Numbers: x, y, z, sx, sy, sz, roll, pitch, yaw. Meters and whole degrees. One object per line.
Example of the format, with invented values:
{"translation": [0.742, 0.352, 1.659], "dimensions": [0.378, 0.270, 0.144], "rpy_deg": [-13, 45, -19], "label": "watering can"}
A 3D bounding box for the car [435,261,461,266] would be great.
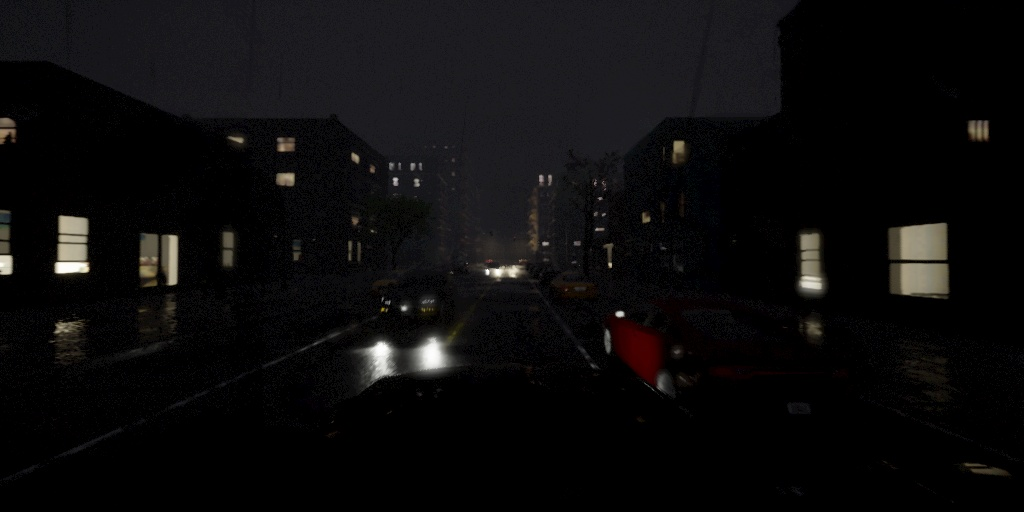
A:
{"translation": [-5.805, 1.357, 29.685], "dimensions": [2.007, 1.370, 4.403], "rpy_deg": [0, 0, 0], "label": "car"}

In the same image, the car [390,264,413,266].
{"translation": [-5.754, 1.308, 18.449], "dimensions": [1.751, 1.417, 4.829], "rpy_deg": [0, 0, 0], "label": "car"}

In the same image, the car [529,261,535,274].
{"translation": [2.829, 1.377, 32.600], "dimensions": [1.948, 1.339, 4.313], "rpy_deg": [0, 0, 0], "label": "car"}

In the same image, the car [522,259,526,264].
{"translation": [2.833, 1.398, 50.604], "dimensions": [1.888, 1.381, 4.507], "rpy_deg": [0, 0, 0], "label": "car"}

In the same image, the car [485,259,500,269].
{"translation": [-2.987, 1.526, 57.728], "dimensions": [1.895, 1.301, 4.718], "rpy_deg": [0, 0, 0], "label": "car"}

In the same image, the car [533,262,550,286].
{"translation": [2.798, 1.346, 25.056], "dimensions": [2.007, 1.370, 4.403], "rpy_deg": [0, 0, 0], "label": "car"}

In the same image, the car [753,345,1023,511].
{"translation": [2.691, 1.313, 0.372], "dimensions": [1.948, 1.339, 4.313], "rpy_deg": [0, 0, 0], "label": "car"}

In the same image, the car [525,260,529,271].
{"translation": [2.831, 1.413, 41.602], "dimensions": [1.802, 1.307, 4.207], "rpy_deg": [0, 0, 0], "label": "car"}

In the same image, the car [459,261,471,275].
{"translation": [-5.809, 1.270, 40.503], "dimensions": [1.967, 1.591, 4.097], "rpy_deg": [0, 0, 0], "label": "car"}

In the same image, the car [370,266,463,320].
{"translation": [-3.096, 1.276, 12.754], "dimensions": [1.837, 1.490, 4.892], "rpy_deg": [0, 0, 0], "label": "car"}

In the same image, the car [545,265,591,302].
{"translation": [2.756, 1.304, 16.835], "dimensions": [1.751, 1.417, 4.829], "rpy_deg": [0, 0, 0], "label": "car"}

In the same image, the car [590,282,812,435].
{"translation": [2.700, 1.302, 5.598], "dimensions": [1.888, 1.381, 4.507], "rpy_deg": [0, 0, 0], "label": "car"}
